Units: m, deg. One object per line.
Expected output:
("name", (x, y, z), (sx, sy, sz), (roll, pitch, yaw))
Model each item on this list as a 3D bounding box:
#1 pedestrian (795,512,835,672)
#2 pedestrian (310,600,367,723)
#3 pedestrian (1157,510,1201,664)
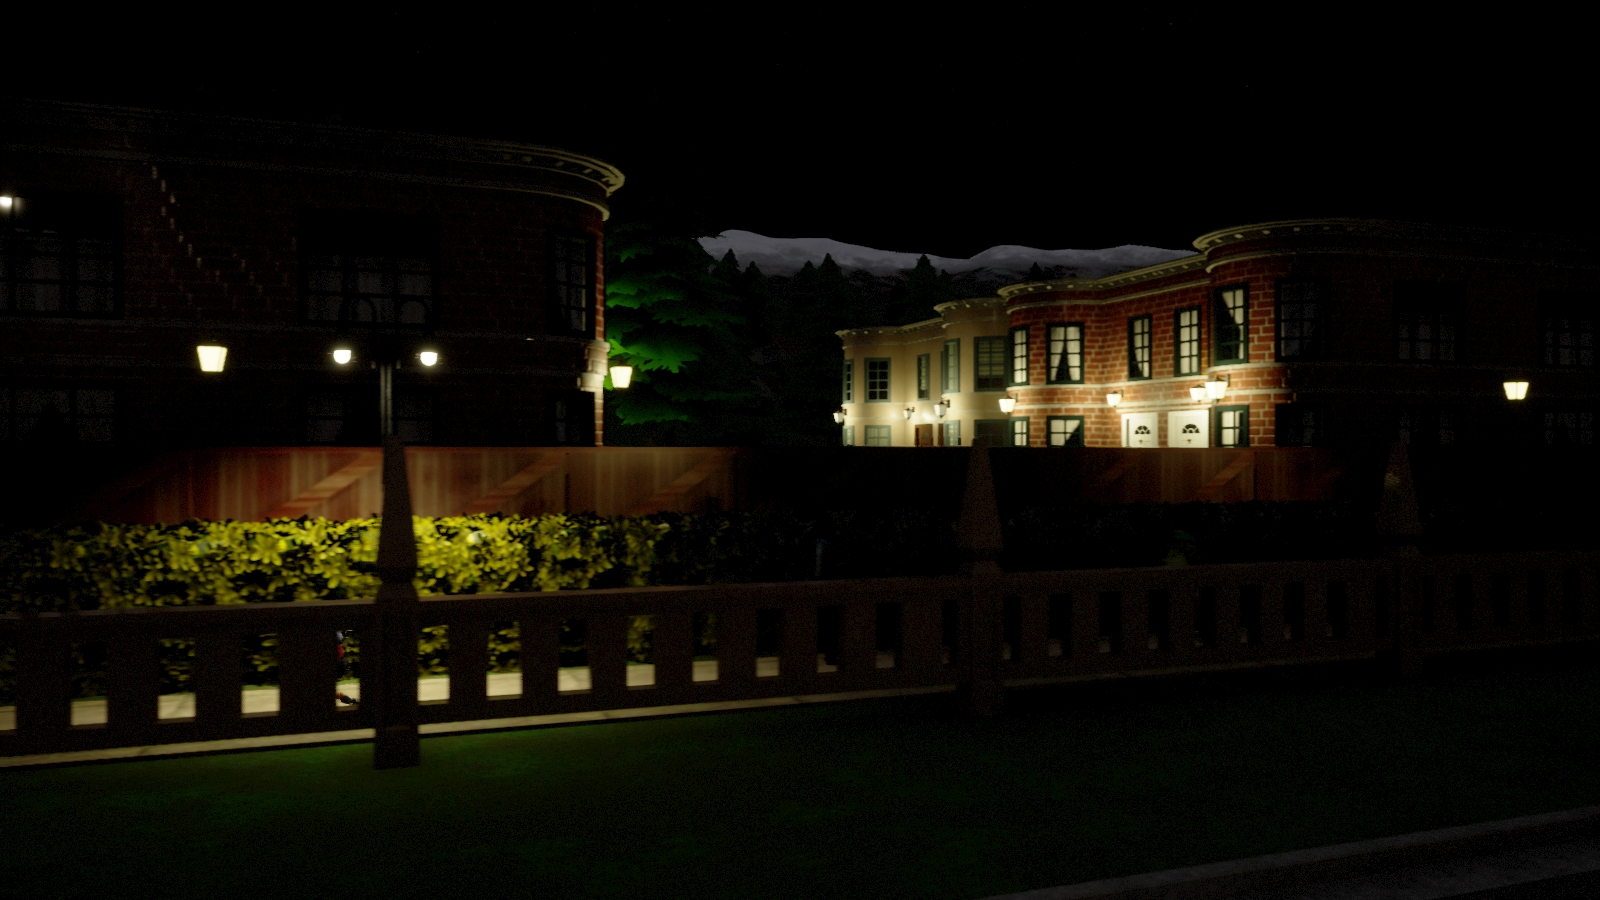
("pedestrian", (0.180, 1.695, 13.765), (0.375, 1.860, 0.375), (0, 0, -20))
("pedestrian", (-4.556, 2.077, 11.303), (0.500, 1.100, 0.500), (0, 0, -19))
("pedestrian", (4.738, 1.698, 14.292), (0.375, 1.860, 0.375), (0, 0, -19))
